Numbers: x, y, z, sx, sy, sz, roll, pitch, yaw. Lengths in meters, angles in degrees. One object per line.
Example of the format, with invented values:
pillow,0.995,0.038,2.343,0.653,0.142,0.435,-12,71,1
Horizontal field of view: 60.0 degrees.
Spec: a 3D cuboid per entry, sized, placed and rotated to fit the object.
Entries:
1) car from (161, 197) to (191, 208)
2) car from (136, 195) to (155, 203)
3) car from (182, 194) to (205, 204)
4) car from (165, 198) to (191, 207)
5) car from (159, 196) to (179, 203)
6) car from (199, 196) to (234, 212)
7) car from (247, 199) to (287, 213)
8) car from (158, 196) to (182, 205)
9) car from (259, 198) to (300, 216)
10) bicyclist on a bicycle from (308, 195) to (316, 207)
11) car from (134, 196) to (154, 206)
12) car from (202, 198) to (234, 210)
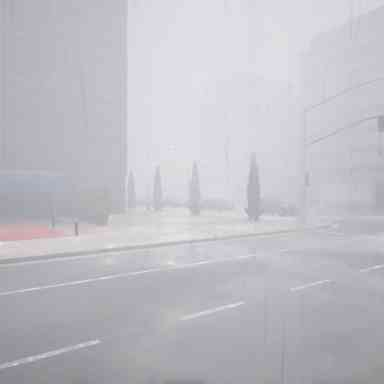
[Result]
car,-2.648,1.547,47.623,2.033,1.411,5.357,0,0,-35
car,-9.891,1.520,70.420,2.128,1.511,4.902,0,0,-35
car,0.256,1.352,62.167,2.097,1.767,4.553,0,0,-35
car,-2.298,1.601,53.257,1.895,1.301,4.718,0,0,-35
car,-4.875,1.601,69.501,1.895,1.301,4.718,0,0,-35
car,2.922,1.491,39.622,2.128,1.511,4.902,0,0,-35
car,8.433,1.564,37.833,1.994,1.385,4.181,0,0,-35
car,-4.170,1.547,62.396,2.033,1.411,5.357,0,0,-35
car,8.123,1.352,32.152,2.097,1.767,4.553,0,0,-35
bicyclist on a bicycle,16.852,1.301,46.709,1.656,1.620,0.582,0,0,-35
car,-8.199,1.526,55.646,1.812,1.442,4.674,0,0,-34
car,3.429,1.526,45.021,1.812,1.442,4.674,0,0,-35
